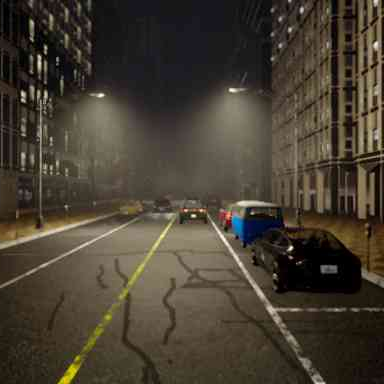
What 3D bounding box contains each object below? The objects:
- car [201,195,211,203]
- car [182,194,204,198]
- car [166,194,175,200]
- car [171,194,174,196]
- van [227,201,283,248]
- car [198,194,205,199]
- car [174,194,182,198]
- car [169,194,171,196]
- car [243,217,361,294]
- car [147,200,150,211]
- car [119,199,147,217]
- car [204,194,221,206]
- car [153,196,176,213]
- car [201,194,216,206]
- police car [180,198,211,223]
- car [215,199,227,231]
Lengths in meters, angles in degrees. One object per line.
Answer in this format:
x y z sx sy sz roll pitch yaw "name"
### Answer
2.697 1.386 65.707 1.752 1.417 4.829 0 0 0 "car"
0.103 1.272 42.462 2.097 1.767 4.553 0 0 0 "car"
-5.682 1.345 88.319 2.008 1.369 4.403 0 0 0 "car"
-5.683 1.411 76.934 1.802 1.307 4.206 0 0 0 "car"
2.694 1.319 14.309 1.690 1.788 3.998 0 0 0 "van"
2.699 1.342 93.998 1.947 1.339 4.313 0 0 0 "car"
-2.996 1.166 77.757 1.812 1.442 4.674 0 0 0 "car"
-5.684 1.427 65.551 1.947 1.339 4.313 0 0 0 "car"
2.693 1.553 8.615 1.947 1.339 4.313 0 0 0 "car"
-5.686 1.482 37.089 2.008 1.369 4.403 0 0 0 "car"
-5.686 1.470 31.225 1.752 1.417 4.829 0 0 0 "car"
2.697 1.233 42.768 2.192 1.841 5.009 0 0 0 "car"
-3.094 1.459 36.110 1.812 1.442 4.674 0 0 0 "car"
2.697 1.206 54.153 2.192 1.841 5.009 0 0 0 "car"
0.103 1.462 25.067 2.038 1.542 4.974 0 0 0 "police car"
2.694 1.407 20.000 1.967 1.590 4.097 0 0 0 "car"
